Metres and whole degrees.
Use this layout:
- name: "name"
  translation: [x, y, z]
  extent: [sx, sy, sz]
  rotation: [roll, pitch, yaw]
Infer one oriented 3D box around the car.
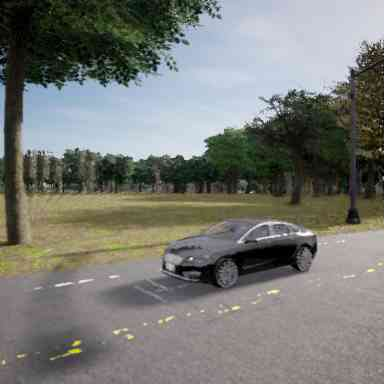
- name: "car"
  translation: [1.488, 1.492, 9.225]
  extent: [4.902, 1.511, 2.128]
  rotation: [0, 0, -35]
